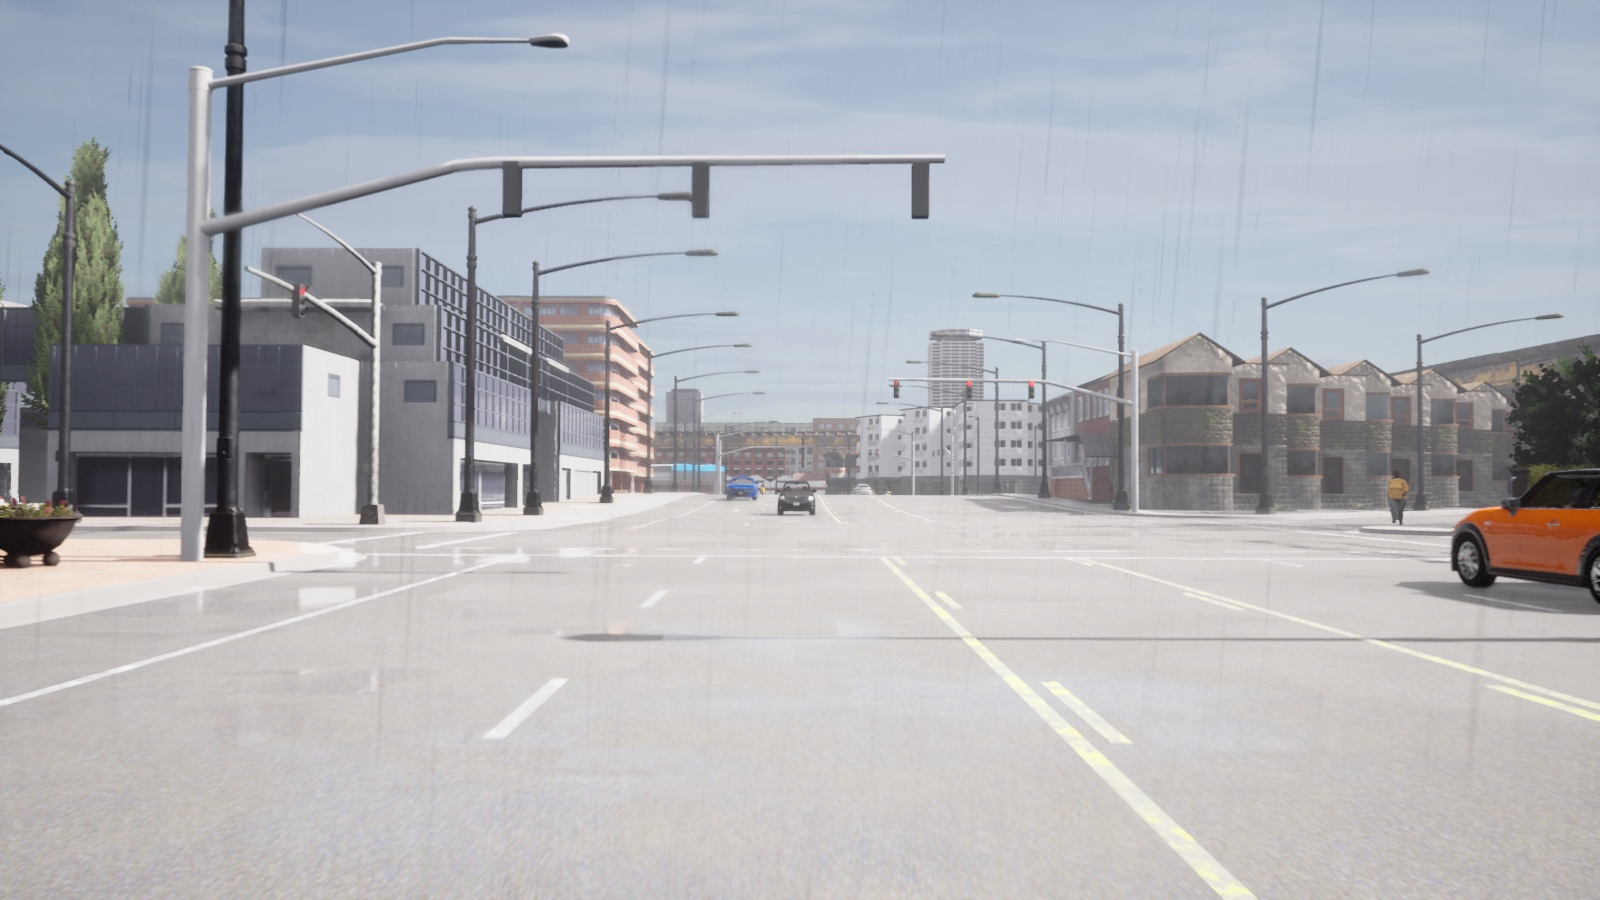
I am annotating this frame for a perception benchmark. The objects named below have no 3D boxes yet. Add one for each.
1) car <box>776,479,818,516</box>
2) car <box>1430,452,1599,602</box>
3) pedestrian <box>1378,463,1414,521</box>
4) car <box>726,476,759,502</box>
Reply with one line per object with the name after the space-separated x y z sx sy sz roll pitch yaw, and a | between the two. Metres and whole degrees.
-0.136 2.144 57.605 1.851 1.617 3.988 0 -2 0 | car
10.460 0.938 16.439 2.097 1.767 4.553 0 -1 0 | car
19.590 1.379 41.288 0.874 1.855 0.900 -2 -2 38 | pedestrian
-3.692 2.499 81.208 1.882 1.535 5.008 0 0 0 | car
